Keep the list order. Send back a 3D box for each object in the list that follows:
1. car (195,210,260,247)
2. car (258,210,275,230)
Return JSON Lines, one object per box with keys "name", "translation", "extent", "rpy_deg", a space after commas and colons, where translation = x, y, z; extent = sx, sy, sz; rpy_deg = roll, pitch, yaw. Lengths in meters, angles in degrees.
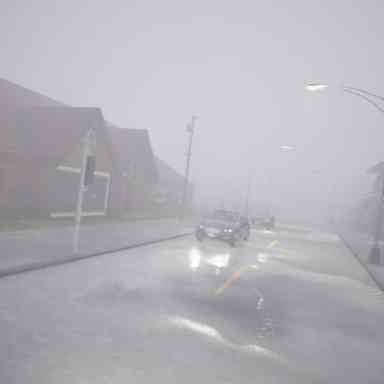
{"name": "car", "translation": [1.714, 1.697, 16.694], "extent": [2.128, 1.511, 4.902], "rpy_deg": [7, 0, 20]}
{"name": "car", "translation": [5.850, 2.223, 27.828], "extent": [1.812, 1.442, 4.674], "rpy_deg": [7, 0, 21]}
